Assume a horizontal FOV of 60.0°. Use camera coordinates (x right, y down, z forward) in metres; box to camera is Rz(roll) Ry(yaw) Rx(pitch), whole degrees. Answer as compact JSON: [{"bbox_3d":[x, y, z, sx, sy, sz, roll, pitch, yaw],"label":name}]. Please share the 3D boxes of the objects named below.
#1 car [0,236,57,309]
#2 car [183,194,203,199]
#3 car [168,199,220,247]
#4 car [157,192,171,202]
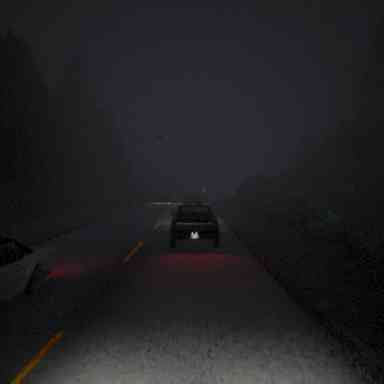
[{"bbox_3d":[-4.102,1.512,5.576,1.895,1.301,4.718,0,1,0],"label":"car"},{"bbox_3d":[0.092,0.959,34.103,2.128,1.511,4.902,0,1,0],"label":"car"},{"bbox_3d":[0.097,1.274,13.842,2.128,1.511,4.902,0,1,0],"label":"car"},{"bbox_3d":[-4.065,0.775,49.438,2.033,1.411,5.357,0,1,1],"label":"car"}]
